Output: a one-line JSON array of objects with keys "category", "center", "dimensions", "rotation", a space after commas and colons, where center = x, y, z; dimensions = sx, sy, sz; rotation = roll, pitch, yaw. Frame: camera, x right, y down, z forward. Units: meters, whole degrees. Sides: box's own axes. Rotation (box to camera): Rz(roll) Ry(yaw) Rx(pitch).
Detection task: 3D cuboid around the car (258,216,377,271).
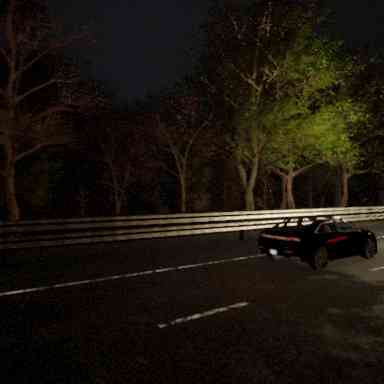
[{"category": "car", "center": [4.372, 1.570, 11.242], "dimensions": [4.902, 1.511, 2.128], "rotation": [0, 0, -36]}]
